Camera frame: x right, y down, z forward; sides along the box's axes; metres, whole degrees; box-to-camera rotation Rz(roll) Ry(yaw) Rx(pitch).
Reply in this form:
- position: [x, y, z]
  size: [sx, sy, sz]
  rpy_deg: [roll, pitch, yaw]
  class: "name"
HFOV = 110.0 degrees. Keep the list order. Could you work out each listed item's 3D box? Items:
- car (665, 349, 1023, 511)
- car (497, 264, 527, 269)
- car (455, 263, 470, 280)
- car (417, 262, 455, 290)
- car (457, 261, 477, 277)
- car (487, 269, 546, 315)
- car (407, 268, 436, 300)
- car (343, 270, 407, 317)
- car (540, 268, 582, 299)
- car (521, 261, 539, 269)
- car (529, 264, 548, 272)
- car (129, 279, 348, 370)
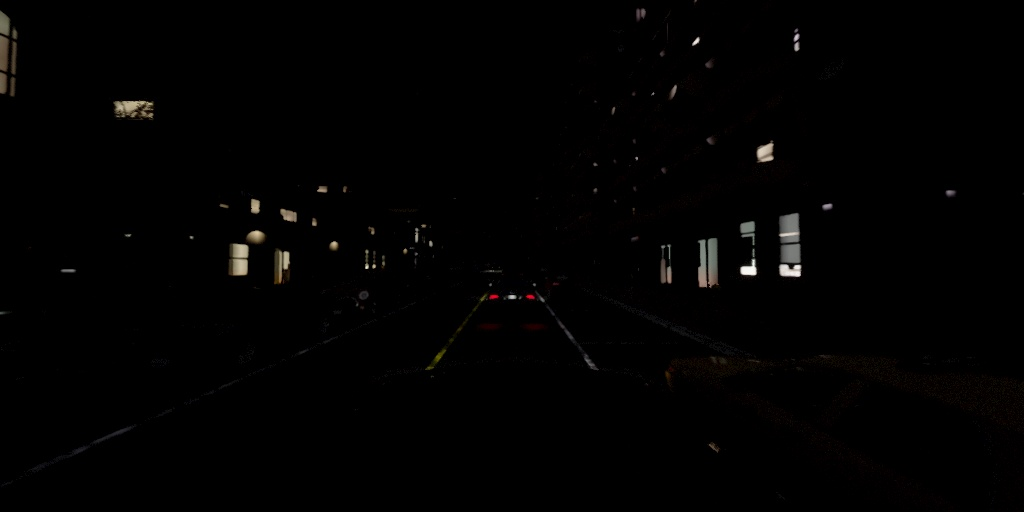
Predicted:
- position: [2.693, 1.282, 2.505]
  size: [1.751, 1.417, 4.829]
  rpy_deg: [0, 0, 0]
  class: "car"
- position: [0.041, 1.632, 30.434]
  size: [1.994, 1.385, 4.181]
  rpy_deg: [0, -1, 1]
  class: "car"
- position: [-5.677, 1.716, 36.397]
  size: [1.802, 1.307, 4.207]
  rpy_deg: [0, 0, 0]
  class: "car"
- position: [-5.675, 1.323, 25.023]
  size: [2.192, 1.841, 5.009]
  rpy_deg: [0, 0, 0]
  class: "car"
- position: [-5.652, 1.512, 42.083]
  size: [2.192, 1.841, 5.009]
  rpy_deg: [0, 0, 0]
  class: "car"
- position: [0.019, 1.437, 14.381]
  size: [2.033, 1.411, 5.357]
  rpy_deg: [0, -1, 0]
  class: "car"
- position: [-5.678, 1.511, 19.337]
  size: [1.948, 1.339, 4.313]
  rpy_deg: [0, 0, 0]
  class: "car"
- position: [-5.682, 1.322, 13.651]
  size: [1.967, 1.591, 4.097]
  rpy_deg: [0, 0, 0]
  class: "car"
- position: [2.703, 1.527, 19.393]
  size: [1.802, 1.307, 4.207]
  rpy_deg: [0, 0, 0]
  class: "car"
- position: [2.718, 1.576, 47.824]
  size: [2.192, 1.841, 5.009]
  rpy_deg: [0, 0, 0]
  class: "car"
- position: [2.709, 1.616, 30.766]
  size: [1.888, 1.381, 4.507]
  rpy_deg: [0, 0, 0]
  class: "car"
- position: [-5.685, 1.385, 7.965]
  size: [1.948, 1.339, 4.313]
  rpy_deg: [0, 0, 0]
  class: "car"
